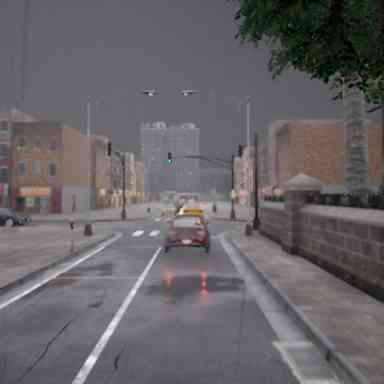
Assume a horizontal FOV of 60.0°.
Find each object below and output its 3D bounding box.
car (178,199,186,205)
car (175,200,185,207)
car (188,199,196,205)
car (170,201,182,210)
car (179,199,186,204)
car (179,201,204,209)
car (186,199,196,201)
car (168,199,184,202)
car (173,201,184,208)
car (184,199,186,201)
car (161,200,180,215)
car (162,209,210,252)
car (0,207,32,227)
[{"bbox_3d":[-2.640,2.664,88.313,2.008,1.369,4.403,0,-1,0],"label":"car"},{"bbox_3d":[-2.640,2.454,71.957,2.008,1.369,4.403,0,-1,0],"label":"car"},{"bbox_3d":[0.000,2.412,80.221,1.994,1.385,4.181,0,-1,0],"label":"car"},{"bbox_3d":[-2.640,2.218,55.433,1.752,1.417,4.829,0,-1,0],"label":"car"},{"bbox_3d":[-2.640,2.706,93.594,1.752,1.417,4.829,0,-1,0],"label":"car"},{"bbox_3d":[0.099,1.854,30.408,1.882,1.535,5.008,0,-1,0],"label":"car"},{"bbox_3d":[0.000,2.470,70.243,1.895,1.301,4.718,0,-1,0],"label":"car"},{"bbox_3d":[-2.640,1.872,44.702,2.192,1.841,5.009,0,-1,0],"label":"car"},{"bbox_3d":[-2.640,2.400,66.505,1.947,1.339,4.313,0,-1,0],"label":"car"},{"bbox_3d":[-2.640,2.330,61.054,1.947,1.339,4.313,0,-1,0],"label":"car"},{"bbox_3d":[-2.639,2.011,39.078,1.752,1.417,4.829,0,-1,0],"label":"car"},{"bbox_3d":[-0.182,1.708,14.695,1.812,1.442,4.674,0,-1,0],"label":"car"},{"bbox_3d":[-14.440,1.827,24.552,4.892,1.490,1.837,0,-1,0],"label":"car"}]
